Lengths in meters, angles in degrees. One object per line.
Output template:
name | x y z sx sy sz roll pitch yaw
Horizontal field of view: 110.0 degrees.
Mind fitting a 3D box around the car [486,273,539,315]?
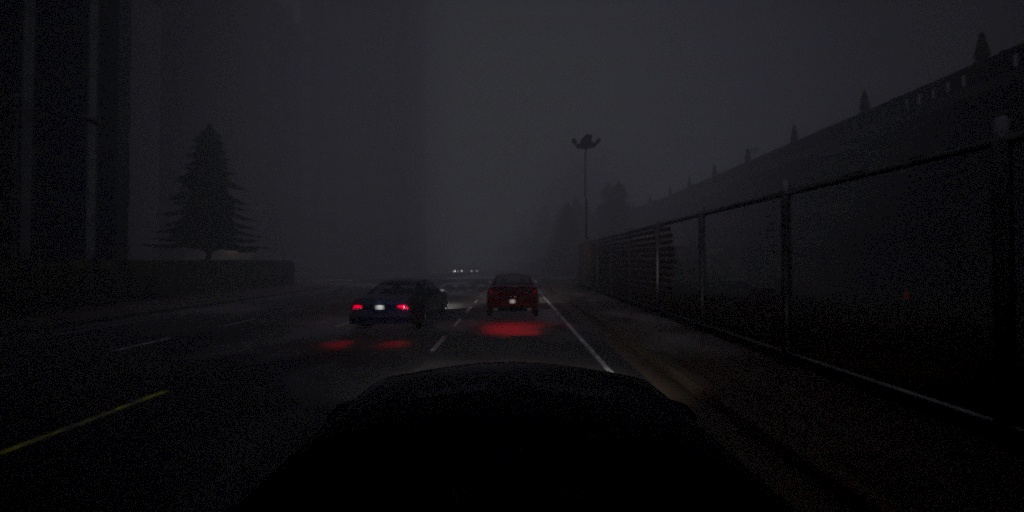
car | 0.044 1.405 14.525 1.882 1.535 5.008 0 -1 1

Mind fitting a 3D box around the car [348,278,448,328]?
car | -3.482 1.440 11.982 2.033 1.411 5.357 0 -1 0
